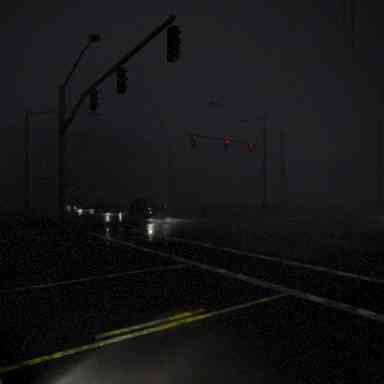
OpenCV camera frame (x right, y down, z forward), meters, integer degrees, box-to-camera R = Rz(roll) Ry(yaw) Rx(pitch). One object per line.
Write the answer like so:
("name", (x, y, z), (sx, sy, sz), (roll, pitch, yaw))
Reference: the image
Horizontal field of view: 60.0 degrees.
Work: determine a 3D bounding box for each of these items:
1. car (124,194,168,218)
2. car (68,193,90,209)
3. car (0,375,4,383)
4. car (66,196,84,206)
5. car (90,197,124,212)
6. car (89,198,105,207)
("car", (-4.054, 1.352, 30.447), (2.097, 1.767, 4.553), (0, 0, -36))
("car", (-15.569, 1.221, 46.641), (2.150, 2.045, 5.566), (0, 0, -33))
("car", (-3.664, 1.547, 1.195), (5.357, 1.411, 2.033), (0, 0, -35))
("car", (-19.602, 1.492, 56.030), (2.128, 1.511, 4.902), (0, 0, -10))
("car", (-9.832, 1.526, 38.456), (1.812, 1.442, 4.674), (0, 0, -36))
("car", (-15.364, 1.601, 53.808), (1.895, 1.301, 4.718), (0, 0, -23))
